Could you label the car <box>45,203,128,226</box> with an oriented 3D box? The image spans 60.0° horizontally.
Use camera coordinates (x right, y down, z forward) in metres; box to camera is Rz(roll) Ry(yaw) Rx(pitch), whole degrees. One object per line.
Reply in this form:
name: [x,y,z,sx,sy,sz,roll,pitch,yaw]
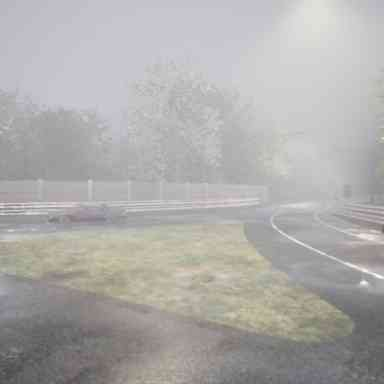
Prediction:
car: [-7.172,1.493,22.956,5.357,1.411,2.033,0,0,-30]
